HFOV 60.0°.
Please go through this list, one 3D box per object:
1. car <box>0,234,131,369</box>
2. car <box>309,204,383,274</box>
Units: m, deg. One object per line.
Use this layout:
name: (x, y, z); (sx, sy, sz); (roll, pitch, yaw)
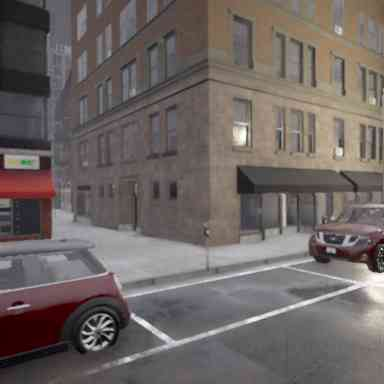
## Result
car: (-3.004, 1.449, 4.394); (4.097, 1.590, 1.967); (0, -1, -36)
car: (5.953, 1.322, 10.806); (5.009, 1.841, 2.192); (0, -1, -36)
